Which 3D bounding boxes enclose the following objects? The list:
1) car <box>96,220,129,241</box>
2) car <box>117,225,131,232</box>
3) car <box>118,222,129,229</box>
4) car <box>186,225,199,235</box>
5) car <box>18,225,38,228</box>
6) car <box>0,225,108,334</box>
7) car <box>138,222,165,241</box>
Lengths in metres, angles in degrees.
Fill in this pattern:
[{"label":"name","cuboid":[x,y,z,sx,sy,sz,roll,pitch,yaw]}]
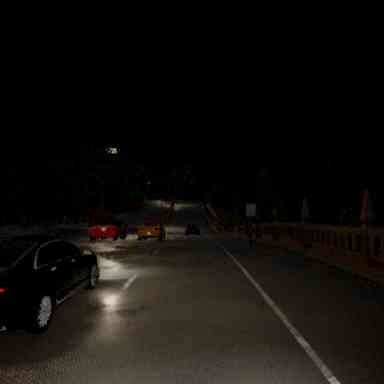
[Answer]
[{"label":"car","cuboid":[-6.911,3.168,28.088,2.097,1.767,4.553,0,-6,0]},{"label":"car","cuboid":[-14.026,7.547,68.769,1.882,1.535,5.008,0,-6,0]},{"label":"car","cuboid":[-17.533,8.590,85.692,1.994,1.385,4.181,0,-2,0]},{"label":"car","cuboid":[0.081,5.633,49.404,1.994,1.385,4.181,0,-6,0]},{"label":"car","cuboid":[-14.105,3.478,28.620,1.895,1.301,4.718,0,-6,0]},{"label":"car","cuboid":[-3.403,1.677,7.039,1.837,1.490,4.892,0,-2,0]},{"label":"car","cuboid":[-3.411,3.363,28.730,1.882,1.535,5.008,0,-6,0]}]
